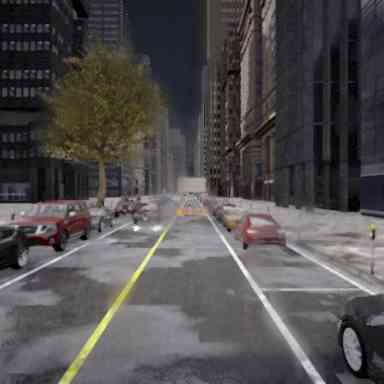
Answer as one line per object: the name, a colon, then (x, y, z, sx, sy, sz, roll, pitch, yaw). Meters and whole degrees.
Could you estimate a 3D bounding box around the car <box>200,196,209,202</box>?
car: (2.750, 1.555, 76.553, 1.887, 1.381, 4.507, 0, 0, 0)

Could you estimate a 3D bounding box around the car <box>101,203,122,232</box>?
car: (-5.767, 1.547, 19.768, 2.008, 1.369, 4.403, 0, 0, 0)

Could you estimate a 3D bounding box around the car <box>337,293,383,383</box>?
car: (2.761, 1.550, 2.744, 2.008, 1.369, 4.403, 0, 0, 0)

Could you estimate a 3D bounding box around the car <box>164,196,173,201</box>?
car: (-5.775, 1.596, 82.220, 1.802, 1.307, 4.206, 0, 0, 0)

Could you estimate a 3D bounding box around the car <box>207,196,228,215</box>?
car: (2.756, 1.436, 31.132, 1.967, 1.590, 4.097, 0, 0, 0)

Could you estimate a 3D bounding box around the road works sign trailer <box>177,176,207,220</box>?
road works sign trailer: (-0.004, 0.460, 27.187, 2.380, 3.560, 2.880, 0, 0, 0)

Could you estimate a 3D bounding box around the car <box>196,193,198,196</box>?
car: (2.748, 1.461, 93.585, 1.967, 1.590, 4.097, 0, 0, 0)

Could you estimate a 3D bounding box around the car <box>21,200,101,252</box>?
car: (-5.766, 1.312, 14.091, 2.192, 1.841, 5.009, 0, 0, 0)

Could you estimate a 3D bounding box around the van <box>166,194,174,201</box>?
van: (-5.777, 1.359, 87.897, 1.690, 1.788, 3.998, 0, 0, 0)

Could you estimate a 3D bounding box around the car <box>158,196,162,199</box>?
car: (-5.771, 1.582, 48.155, 1.802, 1.307, 4.206, 0, 0, 0)

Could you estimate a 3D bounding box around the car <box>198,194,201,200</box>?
car: (2.752, 1.555, 65.198, 2.008, 1.369, 4.403, 0, 0, 0)

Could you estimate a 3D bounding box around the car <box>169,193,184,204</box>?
car: (-3.022, 1.539, 65.306, 1.812, 1.442, 4.674, 0, 0, 0)

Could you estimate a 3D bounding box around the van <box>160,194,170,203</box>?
van: (-5.774, 1.349, 70.865, 1.690, 1.788, 3.998, 0, 0, 0)

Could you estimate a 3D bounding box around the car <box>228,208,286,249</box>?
car: (2.759, 1.578, 14.099, 1.802, 1.307, 4.206, 0, 0, 0)

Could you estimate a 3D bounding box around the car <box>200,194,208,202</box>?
car: (2.753, 1.441, 53.842, 1.967, 1.590, 4.097, 0, 0, 0)

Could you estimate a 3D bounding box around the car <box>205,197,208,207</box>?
car: (2.756, 1.562, 36.810, 1.947, 1.339, 4.313, 0, 0, 0)

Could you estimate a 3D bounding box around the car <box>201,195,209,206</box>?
car: (2.754, 1.550, 48.164, 2.008, 1.369, 4.403, 0, 0, 0)

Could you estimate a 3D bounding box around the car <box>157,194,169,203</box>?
car: (-5.773, 1.318, 59.510, 2.192, 1.841, 5.009, 0, 0, 0)

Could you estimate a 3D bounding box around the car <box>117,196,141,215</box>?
car: (-5.769, 1.311, 31.122, 2.192, 1.841, 5.009, 0, 0, 0)

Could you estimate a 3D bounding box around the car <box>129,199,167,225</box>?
car: (-3.103, 1.521, 24.455, 1.812, 1.442, 4.674, 0, 0, 0)

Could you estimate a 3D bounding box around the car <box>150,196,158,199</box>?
car: (-5.770, 1.524, 42.307, 1.752, 1.417, 4.829, 0, 0, 0)

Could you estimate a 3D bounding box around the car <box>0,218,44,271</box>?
car: (-5.765, 1.564, 8.413, 1.947, 1.339, 4.313, 0, 0, 0)

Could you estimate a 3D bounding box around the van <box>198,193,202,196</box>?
van: (2.751, 1.348, 70.876, 1.690, 1.788, 3.998, 0, 0, 0)

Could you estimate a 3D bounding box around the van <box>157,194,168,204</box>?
van: (-5.773, 1.346, 65.188, 1.690, 1.788, 3.998, 0, 0, 0)

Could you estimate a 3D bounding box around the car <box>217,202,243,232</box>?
car: (2.758, 1.521, 19.947, 1.752, 1.417, 4.829, 0, 0, 0)

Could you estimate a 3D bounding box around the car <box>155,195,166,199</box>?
car: (-5.772, 1.583, 53.832, 1.802, 1.307, 4.206, 0, 0, 0)

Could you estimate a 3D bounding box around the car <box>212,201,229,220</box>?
car: (2.757, 1.577, 25.454, 1.802, 1.307, 4.206, 0, 0, 0)
